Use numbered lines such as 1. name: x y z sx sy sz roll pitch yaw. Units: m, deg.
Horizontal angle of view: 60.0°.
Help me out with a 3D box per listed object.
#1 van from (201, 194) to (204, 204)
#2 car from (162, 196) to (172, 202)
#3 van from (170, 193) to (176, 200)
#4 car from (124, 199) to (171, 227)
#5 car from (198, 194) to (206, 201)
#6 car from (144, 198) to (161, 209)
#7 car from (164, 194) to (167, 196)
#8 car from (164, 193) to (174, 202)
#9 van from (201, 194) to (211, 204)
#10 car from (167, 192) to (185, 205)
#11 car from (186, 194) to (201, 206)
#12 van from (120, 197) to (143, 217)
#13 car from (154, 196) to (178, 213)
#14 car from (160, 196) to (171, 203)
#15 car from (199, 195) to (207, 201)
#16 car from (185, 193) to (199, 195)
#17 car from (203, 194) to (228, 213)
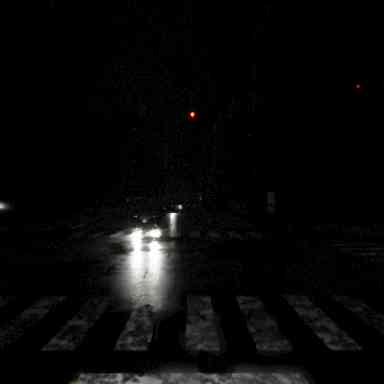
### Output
1. van: 2.656 1.310 51.985 1.690 1.788 3.998 0 0 0
2. car: -5.444 1.519 73.604 1.947 1.339 4.313 0 0 0
3. van: -5.451 1.280 95.229 1.690 1.788 3.998 0 0 0
4. car: -2.868 1.478 22.562 2.128 1.511 4.902 0 0 0
5. car: 2.606 1.386 84.422 1.967 1.590 4.097 0 0 0
6. car: -5.434 1.517 46.573 1.887 1.381 4.507 0 0 0
7. car: -5.440 1.486 62.623 1.752 1.417 4.829 0 0 0
8. car: -5.446 1.265 79.010 2.192 1.841 5.009 0 0 0
9. van: 2.639 1.302 62.798 1.690 1.788 3.998 0 0 0
10. car: -2.791 1.175 59.382 2.150 2.045 5.566 0 0 0
11. car: 0.018 1.514 55.619 2.033 1.411 5.357 0 0 0
12. van: -5.429 1.323 30.354 1.690 1.788 3.998 0 0 0
13. car: -2.871 1.482 37.278 1.837 1.490 4.892 0 0 0
14. car: -5.442 1.508 68.198 2.008 1.369 4.403 0 0 0
15. car: 2.614 1.475 79.187 1.752 1.417 4.829 0 0 0
16. car: -0.042 1.451 65.568 2.128 1.511 4.902 0 0 0
17. car: 2.681 1.294 35.767 2.192 1.841 5.009 0 0 0
